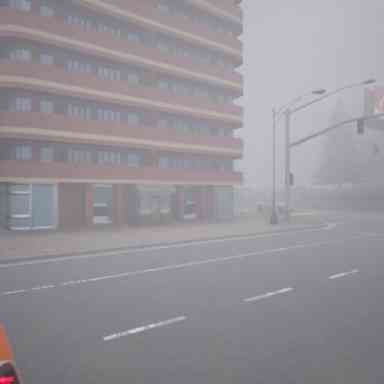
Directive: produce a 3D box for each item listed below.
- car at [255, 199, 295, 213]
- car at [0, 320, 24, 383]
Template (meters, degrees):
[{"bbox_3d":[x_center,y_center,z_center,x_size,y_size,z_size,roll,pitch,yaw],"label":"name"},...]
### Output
[{"bbox_3d":[8.985,1.463,36.264,1.812,1.442,4.674,0,0,-36],"label":"car"},{"bbox_3d":[-3.303,1.356,1.594,4.553,1.767,2.097,0,0,-36],"label":"car"}]
